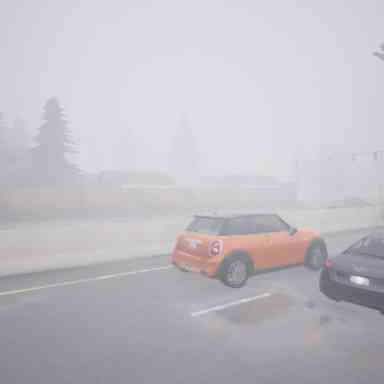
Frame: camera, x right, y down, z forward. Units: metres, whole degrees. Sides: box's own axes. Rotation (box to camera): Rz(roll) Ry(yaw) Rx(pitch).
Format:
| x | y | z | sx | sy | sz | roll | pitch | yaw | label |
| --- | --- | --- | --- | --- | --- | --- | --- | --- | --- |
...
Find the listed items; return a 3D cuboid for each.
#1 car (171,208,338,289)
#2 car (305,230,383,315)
| x | y | z | sx | sy | sz | roll | pitch | yaw | label |
| --- | --- | --- | --- | --- | --- | --- | --- | --- | --- |
| 1.747 | 1.306 | 9.292 | 4.553 | 1.767 | 2.097 | 0 | 0 | -35 | car |
| 4.582 | 1.511 | 7.015 | 4.181 | 1.385 | 1.994 | -1 | 0 | -35 | car |
